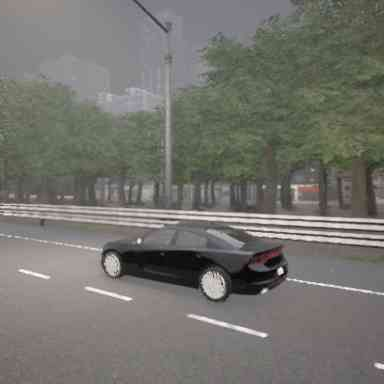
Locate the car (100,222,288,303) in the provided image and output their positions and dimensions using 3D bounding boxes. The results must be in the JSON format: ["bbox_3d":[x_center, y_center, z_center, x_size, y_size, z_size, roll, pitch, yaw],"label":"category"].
[{"bbox_3d":[-0.190,1.493,8.305,5.008,1.535,1.882,0,0,36],"label":"car"}]
